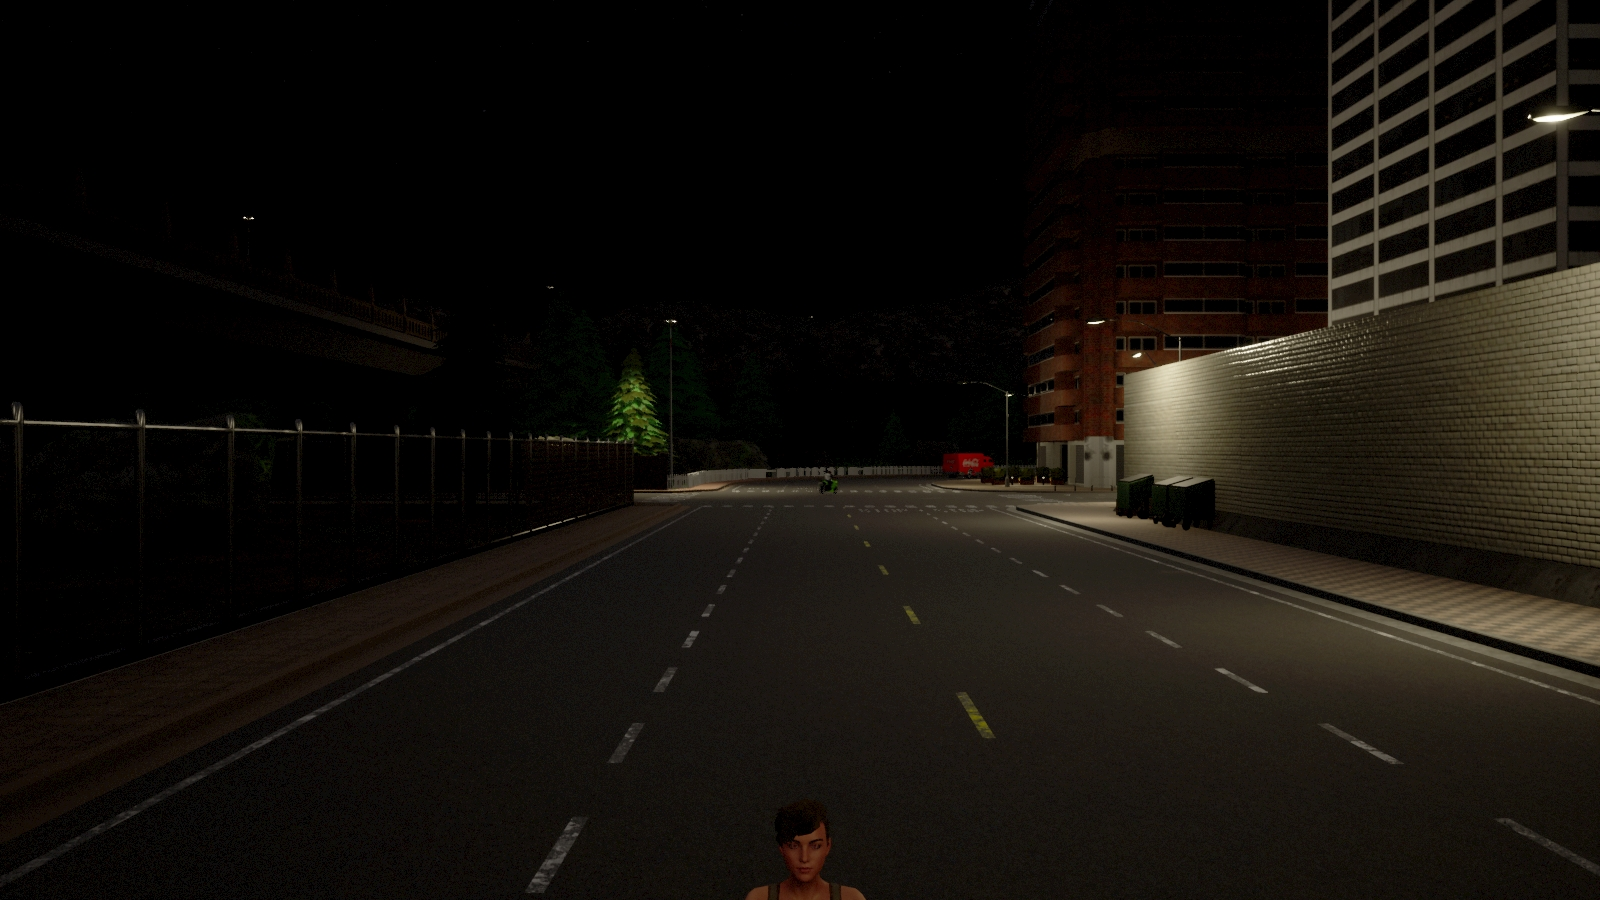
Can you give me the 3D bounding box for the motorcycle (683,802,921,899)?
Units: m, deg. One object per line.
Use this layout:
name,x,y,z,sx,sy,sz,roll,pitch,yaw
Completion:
motorcycle,0.006,2.099,3.507,0.764,1.307,2.356,0,0,0
